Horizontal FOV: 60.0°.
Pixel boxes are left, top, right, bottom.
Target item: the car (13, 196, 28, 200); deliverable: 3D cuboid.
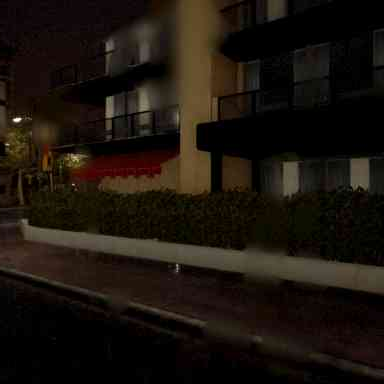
[{"bbox_3d":[-36.209,1.481,67.988,4.892,1.521,2.231,0,0,36],"label":"car"}]
